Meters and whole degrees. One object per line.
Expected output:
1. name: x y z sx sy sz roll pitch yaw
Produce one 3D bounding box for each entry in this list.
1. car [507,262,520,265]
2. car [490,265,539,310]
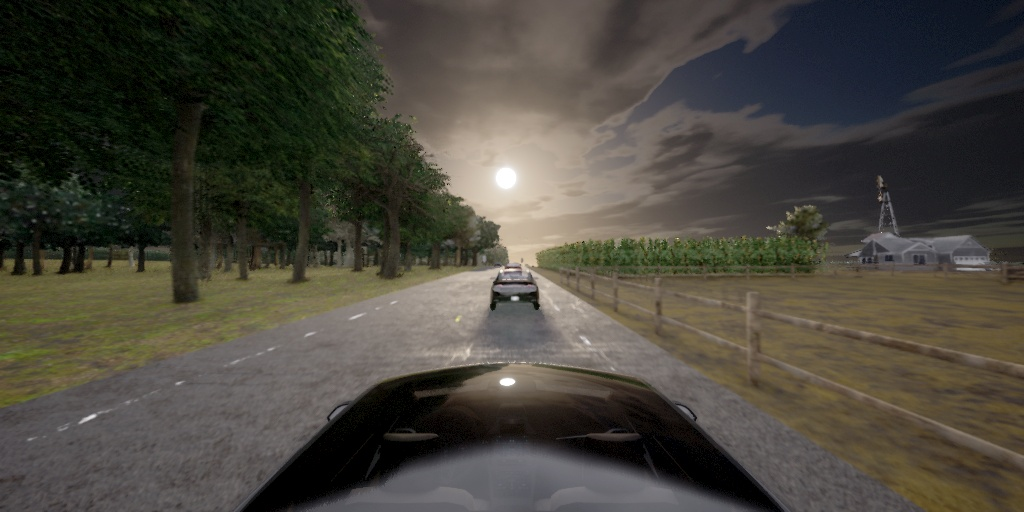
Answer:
1. car: 0.123 1.452 39.974 1.882 1.535 5.008 0 0 0
2. car: 0.108 1.303 15.143 2.128 1.511 4.902 0 0 0
